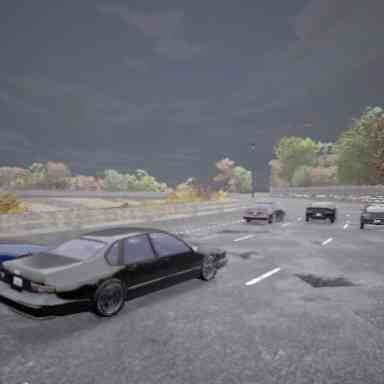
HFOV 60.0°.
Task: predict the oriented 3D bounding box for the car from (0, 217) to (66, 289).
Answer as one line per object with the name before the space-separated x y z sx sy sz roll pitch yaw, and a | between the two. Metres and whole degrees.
car | -5.806 1.483 7.315 2.033 1.411 5.357 0 0 39

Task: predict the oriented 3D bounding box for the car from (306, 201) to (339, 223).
car | 9.767 1.383 24.834 1.882 1.535 5.008 0 0 28

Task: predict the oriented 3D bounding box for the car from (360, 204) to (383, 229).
car | 11.489 1.460 20.587 1.812 1.442 4.674 0 0 29

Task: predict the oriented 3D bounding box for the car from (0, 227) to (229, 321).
car | -1.282 1.501 7.391 2.033 1.411 5.357 0 0 38

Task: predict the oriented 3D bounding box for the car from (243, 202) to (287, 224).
car | 5.335 1.440 23.846 2.033 1.411 5.357 0 0 29
